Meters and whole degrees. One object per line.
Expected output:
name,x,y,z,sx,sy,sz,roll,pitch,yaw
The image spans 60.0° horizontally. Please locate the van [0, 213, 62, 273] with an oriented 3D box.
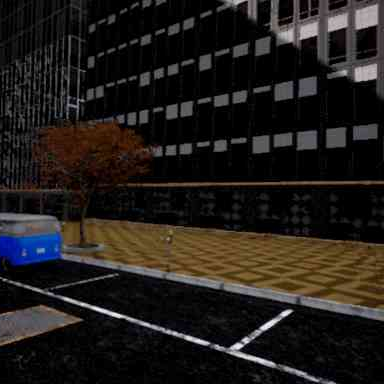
van,-6.305,1.666,11.738,3.998,1.788,1.690,-1,-1,37
